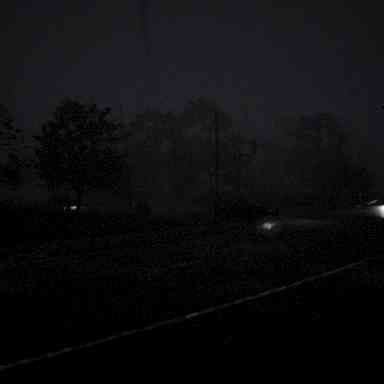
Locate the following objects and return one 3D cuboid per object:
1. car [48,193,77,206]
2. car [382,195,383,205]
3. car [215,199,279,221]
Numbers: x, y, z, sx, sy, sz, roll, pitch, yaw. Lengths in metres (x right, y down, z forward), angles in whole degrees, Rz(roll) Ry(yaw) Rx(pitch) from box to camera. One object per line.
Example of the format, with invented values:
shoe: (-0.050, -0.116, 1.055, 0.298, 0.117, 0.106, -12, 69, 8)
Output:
car: (-15.896, 0.883, 40.924, 4.181, 1.385, 1.994, 3, 3, 38)
car: (24.015, 0.730, 39.772, 2.128, 1.511, 4.902, 0, 1, 37)
car: (4.118, 1.287, 25.291, 5.008, 1.535, 1.882, 0, 1, 38)
